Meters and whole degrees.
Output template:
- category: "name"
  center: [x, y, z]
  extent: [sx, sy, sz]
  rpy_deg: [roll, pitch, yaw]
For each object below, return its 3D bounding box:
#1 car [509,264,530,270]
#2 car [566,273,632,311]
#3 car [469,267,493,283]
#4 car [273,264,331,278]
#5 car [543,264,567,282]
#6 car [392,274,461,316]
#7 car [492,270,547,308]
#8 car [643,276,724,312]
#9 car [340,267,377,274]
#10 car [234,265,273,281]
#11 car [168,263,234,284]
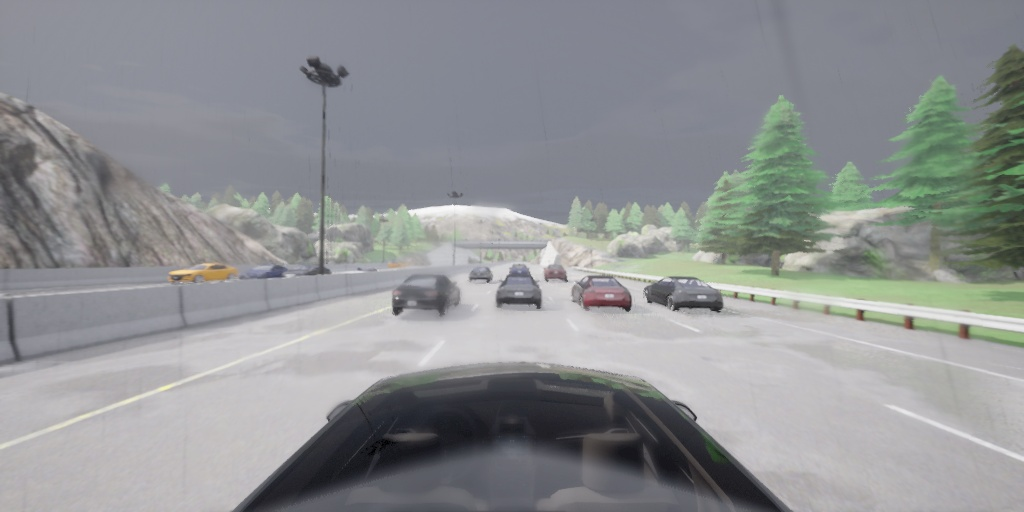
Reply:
- category: "car"
  center: [0.730, 1.563, 36.069]
  extent: [2.097, 1.767, 4.553]
  rpy_deg: [1, -1, 1]
- category: "car"
  center: [3.821, 1.540, 15.904]
  extent: [1.994, 1.385, 4.181]
  rpy_deg: [1, -1, 1]
- category: "car"
  center: [-2.827, 1.687, 33.352]
  extent: [2.033, 1.411, 5.357]
  rpy_deg: [1, -1, 1]
- category: "car"
  center: [-17.072, 1.447, 30.018]
  extent: [2.128, 1.511, 4.902]
  rpy_deg: [1, -1, 1]
- category: "car"
  center: [4.223, 1.592, 35.709]
  extent: [2.097, 1.767, 4.553]
  rpy_deg: [1, -1, 1]
- category: "car"
  center: [-3.205, 1.406, 13.991]
  extent: [1.812, 1.442, 4.674]
  rpy_deg: [1, -1, 1]
- category: "car"
  center: [0.332, 1.512, 16.451]
  extent: [1.994, 1.385, 4.181]
  rpy_deg: [1, -1, 1]
- category: "car"
  center: [7.318, 1.571, 15.736]
  extent: [1.994, 1.385, 4.181]
  rpy_deg: [1, -1, 1]
- category: "car"
  center: [-13.515, 1.621, 32.261]
  extent: [1.895, 1.301, 4.718]
  rpy_deg: [1, -1, 2]
- category: "car"
  center: [-20.566, 1.450, 30.306]
  extent: [1.812, 1.442, 4.674]
  rpy_deg: [1, -1, 1]
- category: "car"
  center: [-24.115, 1.340, 28.251]
  extent: [1.882, 1.535, 5.008]
  rpy_deg: [1, -1, 1]
